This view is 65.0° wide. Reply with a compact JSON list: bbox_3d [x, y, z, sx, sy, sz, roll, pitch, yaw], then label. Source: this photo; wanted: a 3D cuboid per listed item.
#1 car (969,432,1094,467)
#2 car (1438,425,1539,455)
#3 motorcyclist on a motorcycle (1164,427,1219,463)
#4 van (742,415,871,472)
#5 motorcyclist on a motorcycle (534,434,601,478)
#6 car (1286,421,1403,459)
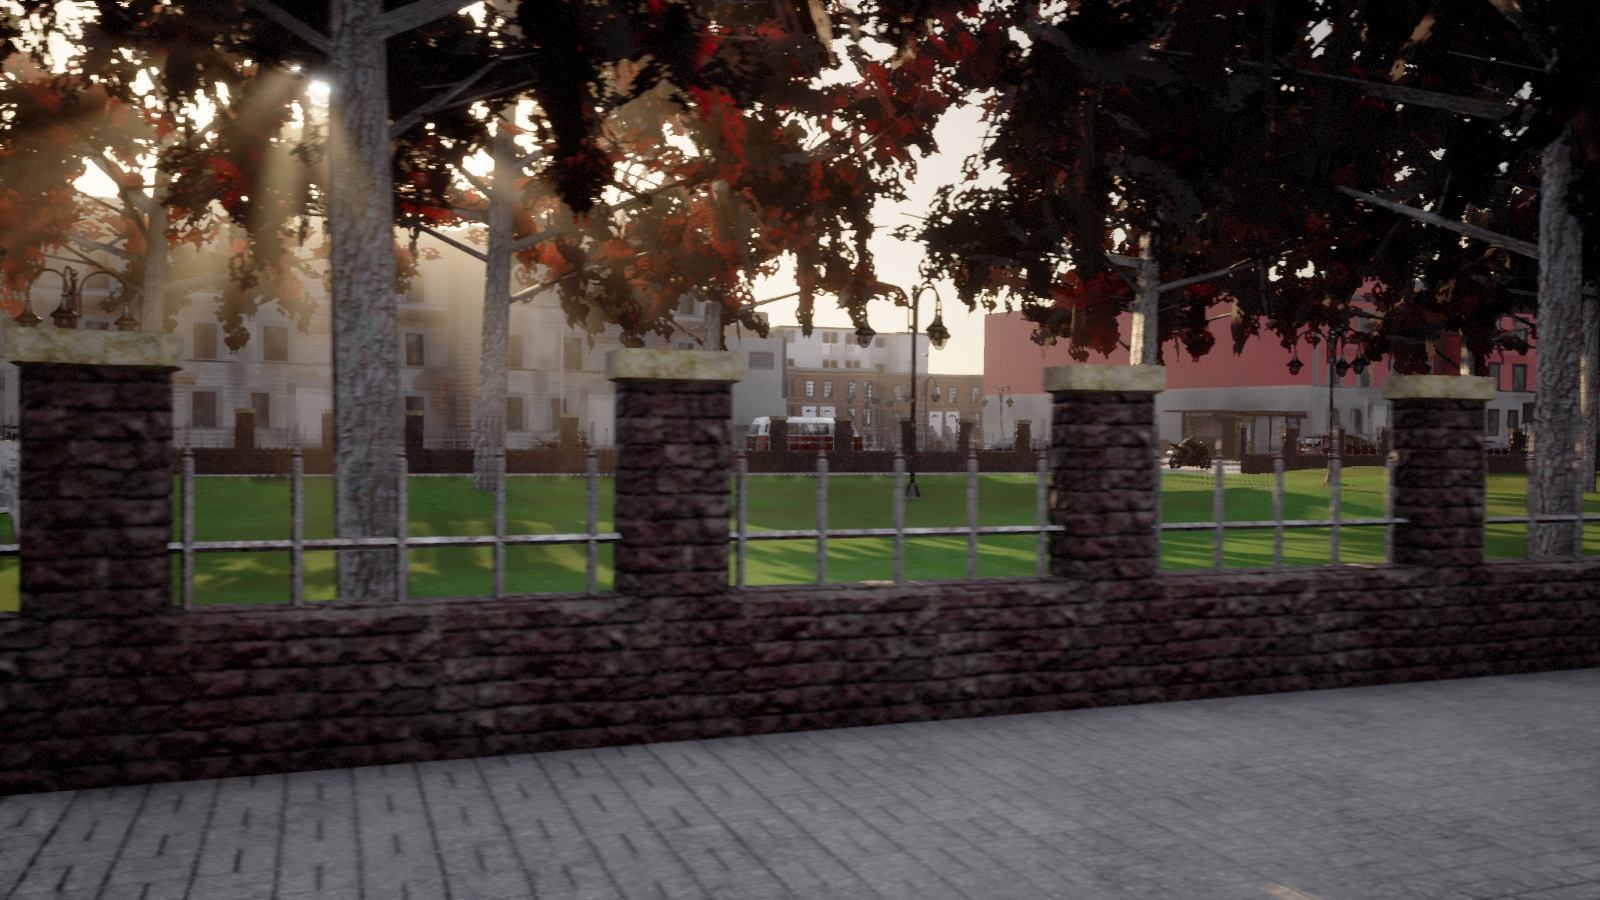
[{"bbox_3d":[9.497,-0.043,51.551,4.718,1.301,1.895,-1,1,-21],"label":"car"},{"bbox_3d":[33.198,-0.482,60.560,4.181,1.385,1.994,-1,1,-20],"label":"car"},{"bbox_3d":[16.963,-0.235,54.385,2.191,1.530,0.866,-1,1,-21],"label":"motorcyclist on a motorcycle"},{"bbox_3d":[0.241,-0.259,48.025,4.480,2.038,2.069,-2,1,-21],"label":"van"},{"bbox_3d":[-8.290,0.194,44.775,2.191,1.530,0.866,-1,1,-21],"label":"motorcyclist on a motorcycle"},{"bbox_3d":[24.890,-0.475,57.395,4.856,1.649,2.033,-1,1,-21],"label":"car"}]
